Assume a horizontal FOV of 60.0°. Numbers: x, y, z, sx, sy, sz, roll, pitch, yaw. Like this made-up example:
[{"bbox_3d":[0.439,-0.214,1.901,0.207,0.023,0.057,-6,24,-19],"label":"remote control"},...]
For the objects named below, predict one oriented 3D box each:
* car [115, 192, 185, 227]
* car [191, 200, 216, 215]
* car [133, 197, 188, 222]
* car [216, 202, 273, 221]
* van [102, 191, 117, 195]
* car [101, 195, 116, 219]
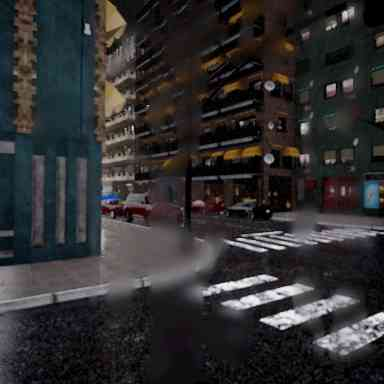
[{"bbox_3d":[-2.564,1.062,20.770,2.192,1.841,5.009,2,0,-36],"label":"car"},{"bbox_3d":[0.980,1.340,30.161,1.802,1.307,4.206,2,0,-36],"label":"car"},{"bbox_3d":[-2.475,1.230,25.039,1.837,1.490,4.892,1,0,-36],"label":"car"},{"bbox_3d":[4.243,1.405,25.646,1.947,1.339,4.313,2,0,-36],"label":"car"},{"bbox_3d":[-12.065,0.777,48.222,1.690,1.788,3.998,2,0,-36],"label":"van"},{"bbox_3d":[-5.834,1.210,25.284,1.887,1.381,4.507,2,0,-36],"label":"car"}]
